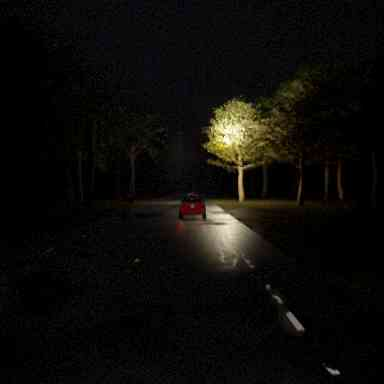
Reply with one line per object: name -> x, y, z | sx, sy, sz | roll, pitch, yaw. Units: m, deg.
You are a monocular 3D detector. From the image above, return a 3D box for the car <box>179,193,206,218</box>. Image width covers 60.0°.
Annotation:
car -> 0.060, 1.102, 27.395 | 2.097, 1.767, 4.553 | 0, 1, 0

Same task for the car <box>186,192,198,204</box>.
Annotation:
car -> 0.010, 0.863, 50.275 | 1.801, 1.575, 5.366 | 0, 1, 0
